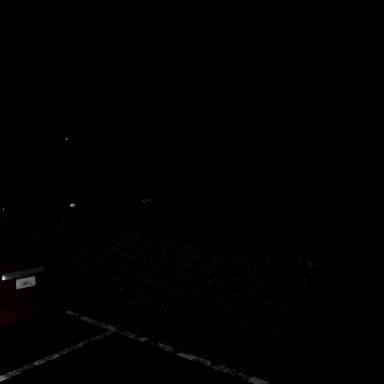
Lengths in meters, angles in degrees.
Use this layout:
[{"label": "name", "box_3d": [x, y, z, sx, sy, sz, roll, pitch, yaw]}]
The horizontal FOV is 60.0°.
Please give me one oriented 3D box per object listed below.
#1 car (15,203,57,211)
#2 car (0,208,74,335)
[{"label": "car", "box_3d": [-15.980, 1.784, 32.900, 1.895, 1.301, 4.718, -1, -1, 37]}, {"label": "car", "box_3d": [-4.187, 1.316, 5.942, 5.009, 1.841, 2.192, 0, -1, 36]}]
